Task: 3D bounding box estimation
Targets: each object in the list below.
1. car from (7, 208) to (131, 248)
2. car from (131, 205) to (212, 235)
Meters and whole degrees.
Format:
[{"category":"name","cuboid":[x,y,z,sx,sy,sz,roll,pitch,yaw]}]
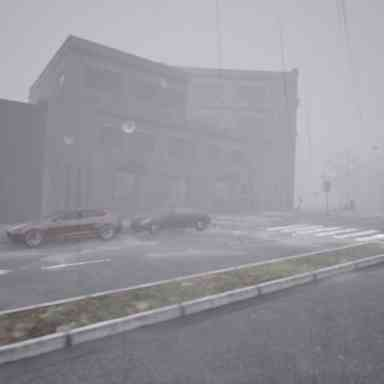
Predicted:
[{"category":"car","cuboid":[-5.485,1.461,14.781,4.792,1.488,2.163,-1,0,-36]},{"category":"car","cuboid":[-1.030,1.430,18.000,4.674,1.452,2.002,-1,-1,-36]}]
